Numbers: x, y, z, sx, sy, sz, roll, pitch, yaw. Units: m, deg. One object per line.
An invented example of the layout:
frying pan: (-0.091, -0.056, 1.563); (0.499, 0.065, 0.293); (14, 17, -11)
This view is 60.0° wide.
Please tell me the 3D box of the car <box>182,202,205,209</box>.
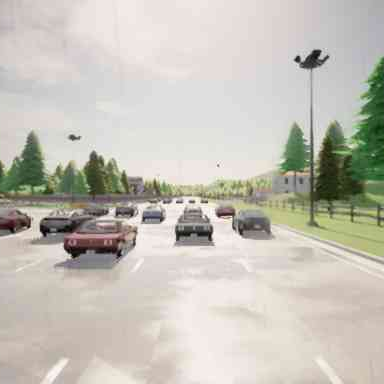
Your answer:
car: (0.103, 1.985, 34.041); (1.895, 1.301, 4.718); (0, -1, 0)

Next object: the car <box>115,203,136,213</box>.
car: (-6.899, 1.893, 35.562); (2.128, 1.511, 4.902); (0, -1, 0)

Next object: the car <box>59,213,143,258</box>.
car: (-3.399, 1.753, 13.406); (1.895, 1.301, 4.718); (0, -1, 0)

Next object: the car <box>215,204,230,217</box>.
car: (3.601, 1.973, 36.275); (1.994, 1.385, 4.181); (0, -1, 0)

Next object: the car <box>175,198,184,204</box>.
car: (-3.497, 2.573, 91.331); (1.994, 1.385, 4.181); (0, -1, 0)

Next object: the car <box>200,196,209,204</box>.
car: (3.503, 2.573, 91.331); (1.994, 1.385, 4.181); (0, -1, 0)

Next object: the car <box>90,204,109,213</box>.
car: (-10.399, 1.974, 36.282); (1.994, 1.385, 4.181); (0, -1, 0)

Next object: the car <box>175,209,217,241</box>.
car: (0.101, 1.806, 18.098); (1.895, 1.301, 4.718); (0, -1, 0)

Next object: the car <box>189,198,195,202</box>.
car: (0.003, 2.540, 90.915); (2.128, 1.511, 4.902); (0, -1, 0)

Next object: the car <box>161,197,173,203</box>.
car: (-6.997, 2.572, 91.298); (1.994, 1.385, 4.181); (0, -1, 0)

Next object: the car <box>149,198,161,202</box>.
car: (-10.497, 2.541, 90.915); (2.128, 1.511, 4.902); (0, -1, 0)

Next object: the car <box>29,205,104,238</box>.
car: (-6.899, 1.707, 18.999); (2.128, 1.511, 4.902); (0, -1, 0)

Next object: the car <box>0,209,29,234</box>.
car: (-11.520, 1.762, 20.787); (1.812, 1.442, 4.674); (0, -1, -9)

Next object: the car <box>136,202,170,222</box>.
car: (-3.399, 1.889, 30.254); (2.033, 1.411, 5.357); (0, -1, 0)

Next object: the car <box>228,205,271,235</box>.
car: (3.586, 1.758, 20.526); (1.812, 1.442, 4.674); (0, -1, 0)
